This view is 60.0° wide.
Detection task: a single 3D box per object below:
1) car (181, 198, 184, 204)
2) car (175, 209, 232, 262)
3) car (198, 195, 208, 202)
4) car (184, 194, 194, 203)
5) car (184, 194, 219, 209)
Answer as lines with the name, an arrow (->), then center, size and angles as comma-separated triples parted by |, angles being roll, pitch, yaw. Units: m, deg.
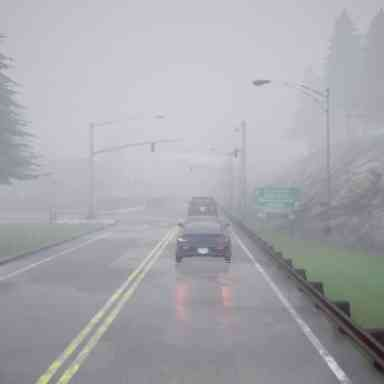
car -> -1.248, 1.851, 68.713 | 1.994, 1.385, 4.181 | 0, 0, 2
car -> 0.426, 1.581, 12.227 | 1.812, 1.442, 4.674 | 0, 0, 2
car -> 2.577, 1.513, 78.374 | 2.097, 1.767, 4.553 | 0, 0, 2
car -> -0.729, 1.585, 84.225 | 2.150, 2.045, 5.566 | 0, 0, 2
car -> 0.840, 1.333, 25.417 | 2.150, 2.045, 5.566 | 0, -1, 3
